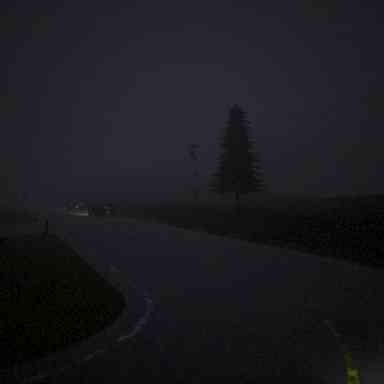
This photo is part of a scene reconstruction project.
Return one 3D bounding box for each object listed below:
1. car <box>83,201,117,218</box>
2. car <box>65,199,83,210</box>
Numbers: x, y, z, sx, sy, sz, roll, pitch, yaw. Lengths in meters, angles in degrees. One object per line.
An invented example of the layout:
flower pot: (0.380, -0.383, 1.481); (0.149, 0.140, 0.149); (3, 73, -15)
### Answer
car: (-8.552, 1.612, 31.568); (2.128, 1.511, 4.902); (0, 0, -29)
car: (-15.961, 1.718, 45.127); (1.812, 1.442, 4.674); (0, 0, -29)
